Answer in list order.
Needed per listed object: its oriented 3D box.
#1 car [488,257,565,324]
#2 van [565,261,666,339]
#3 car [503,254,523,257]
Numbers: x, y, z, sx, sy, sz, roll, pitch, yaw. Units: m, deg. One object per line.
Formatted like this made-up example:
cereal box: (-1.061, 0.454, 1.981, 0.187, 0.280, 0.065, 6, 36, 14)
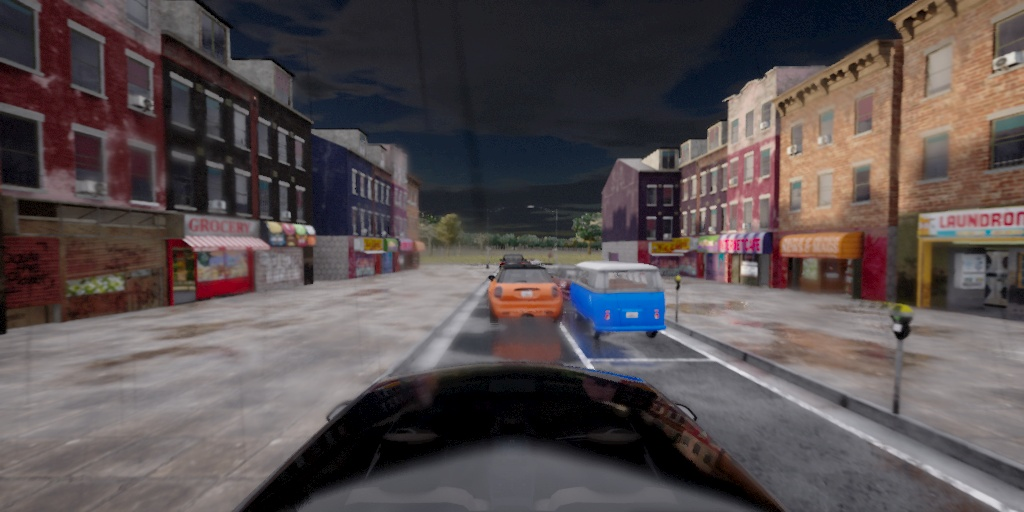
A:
car: (0.293, 1.042, 11.888, 2.097, 1.767, 4.553, 0, 0, -3)
van: (2.637, 1.044, 9.681, 1.690, 1.789, 3.998, 0, 0, 0)
car: (0.099, 0.804, 30.815, 2.150, 2.045, 5.566, 0, 1, 0)
